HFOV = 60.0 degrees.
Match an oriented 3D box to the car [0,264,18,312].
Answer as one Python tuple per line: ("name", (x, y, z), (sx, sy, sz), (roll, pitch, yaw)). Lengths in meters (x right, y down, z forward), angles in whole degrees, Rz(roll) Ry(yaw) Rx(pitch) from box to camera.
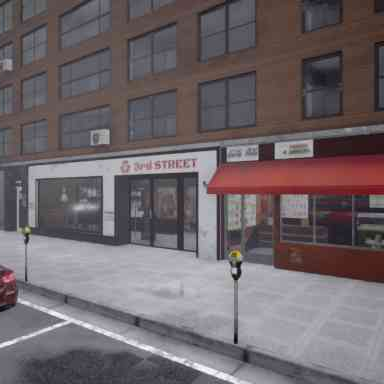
("car", (-4.934, 1.582, 6.331), (4.206, 1.307, 1.802), (0, 0, 36))
